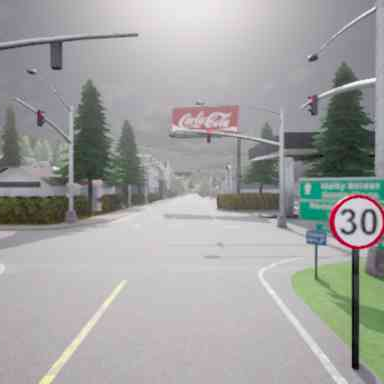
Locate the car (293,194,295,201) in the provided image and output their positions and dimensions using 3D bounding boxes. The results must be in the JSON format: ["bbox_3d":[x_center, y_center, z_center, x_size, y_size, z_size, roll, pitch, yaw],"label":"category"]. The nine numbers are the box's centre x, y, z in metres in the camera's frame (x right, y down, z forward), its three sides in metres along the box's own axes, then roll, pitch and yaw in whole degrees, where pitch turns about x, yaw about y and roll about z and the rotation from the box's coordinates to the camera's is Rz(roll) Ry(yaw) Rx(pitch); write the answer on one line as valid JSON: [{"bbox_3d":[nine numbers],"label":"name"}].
[{"bbox_3d":[22.891,1.284,76.236,1.932,1.855,4.605,0,0,0],"label":"car"}]

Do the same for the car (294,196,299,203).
[{"bbox_3d":[22.895,1.549,67.757,1.970,1.475,3.806,0,0,0],"label":"car"}]
